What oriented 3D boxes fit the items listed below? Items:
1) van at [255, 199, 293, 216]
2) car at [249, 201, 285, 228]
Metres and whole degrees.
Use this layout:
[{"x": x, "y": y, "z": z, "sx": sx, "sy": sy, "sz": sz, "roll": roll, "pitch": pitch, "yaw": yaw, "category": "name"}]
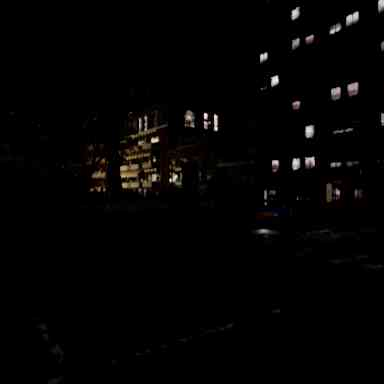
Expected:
[{"x": 7.174, "y": 1.572, "z": 30.214, "sx": 1.690, "sy": 1.788, "sz": 3.998, "roll": -2, "pitch": 0, "yaw": -36, "category": "van"}, {"x": 4.085, "y": 1.701, "z": 24.632, "sx": 1.882, "sy": 1.535, "sz": 5.008, "roll": 0, "pitch": -1, "yaw": -37, "category": "car"}]
